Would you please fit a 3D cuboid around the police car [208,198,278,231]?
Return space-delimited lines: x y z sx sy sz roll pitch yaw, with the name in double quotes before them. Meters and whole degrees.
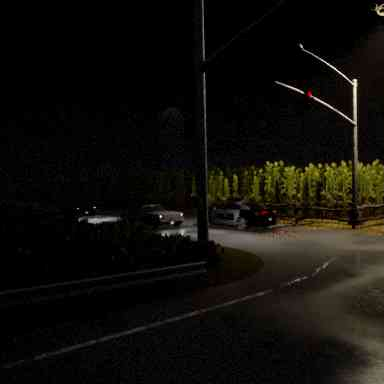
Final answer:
"police car" 2.363 1.164 18.746 1.930 1.638 5.238 -1 1 -37

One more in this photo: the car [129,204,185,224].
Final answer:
"car" -2.512 1.412 20.286 1.895 1.301 4.718 -2 1 -40

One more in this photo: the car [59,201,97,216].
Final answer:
"car" -10.212 1.427 29.584 1.895 1.301 4.718 -2 1 -39
